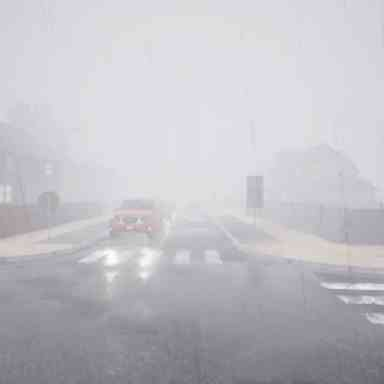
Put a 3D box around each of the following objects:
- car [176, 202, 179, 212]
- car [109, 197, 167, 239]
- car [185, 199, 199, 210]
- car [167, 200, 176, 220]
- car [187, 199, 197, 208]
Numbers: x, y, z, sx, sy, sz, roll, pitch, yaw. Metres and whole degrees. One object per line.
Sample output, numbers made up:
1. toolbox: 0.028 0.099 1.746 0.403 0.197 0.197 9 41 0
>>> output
1. car: -2.824 1.818 44.098 2.128 1.511 4.902 0 -1 0
2. car: -2.864 1.321 18.200 2.150 2.045 5.566 0 0 1
3. car: 0.001 1.956 49.879 1.994 1.385 4.181 0 -1 0
4. car: -2.844 1.539 30.201 2.097 1.767 4.553 0 0 0
5. car: 0.000 2.020 59.888 1.837 1.490 4.892 0 -1 0
